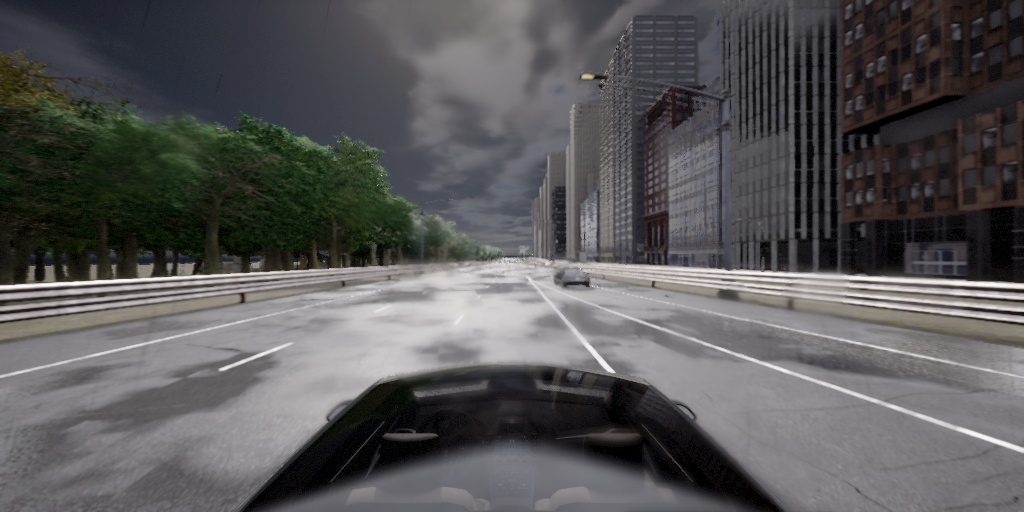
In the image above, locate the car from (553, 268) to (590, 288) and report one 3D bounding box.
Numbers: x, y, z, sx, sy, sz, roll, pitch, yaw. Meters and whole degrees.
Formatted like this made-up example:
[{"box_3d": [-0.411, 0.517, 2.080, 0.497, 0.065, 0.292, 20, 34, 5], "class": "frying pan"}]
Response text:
[{"box_3d": [4.328, 1.548, 26.416, 1.994, 1.385, 4.181, 0, -1, -4], "class": "car"}]
